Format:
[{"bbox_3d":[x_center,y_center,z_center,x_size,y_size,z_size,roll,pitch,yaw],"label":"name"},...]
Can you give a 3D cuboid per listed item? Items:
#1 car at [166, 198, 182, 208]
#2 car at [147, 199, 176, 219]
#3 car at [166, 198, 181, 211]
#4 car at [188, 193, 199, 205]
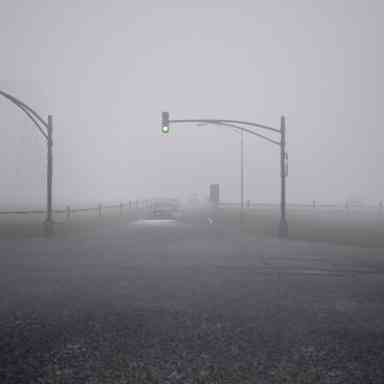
[{"bbox_3d":[-2.622,1.570,49.597,2.033,1.411,5.357,0,0,1],"label":"car"},{"bbox_3d":[-2.736,1.574,29.055,1.994,1.385,4.181,0,0,1],"label":"car"},{"bbox_3d":[-2.684,1.493,39.235,1.882,1.535,5.008,0,0,1],"label":"car"},{"bbox_3d":[0.255,1.509,59.571,1.882,1.535,5.008,0,0,0],"label":"car"}]
